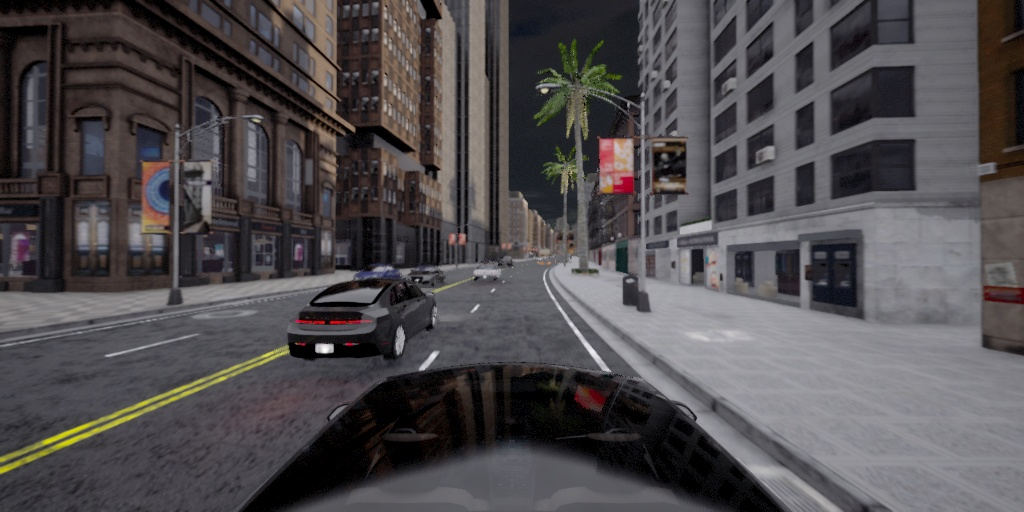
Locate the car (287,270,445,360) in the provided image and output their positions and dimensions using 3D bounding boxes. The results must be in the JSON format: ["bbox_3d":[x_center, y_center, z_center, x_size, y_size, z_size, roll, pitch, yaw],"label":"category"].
[{"bbox_3d":[-3.050,1.265,8.345,1.837,1.490,4.892,0,0,1],"label":"car"}]

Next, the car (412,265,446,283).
[{"bbox_3d":[-5.846,1.332,24.501,1.994,1.385,4.181,0,0,3],"label":"car"}]

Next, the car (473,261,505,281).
[{"bbox_3d":[-1.983,1.374,30.704,1.895,1.301,4.718,0,0,4],"label":"car"}]

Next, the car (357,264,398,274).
[{"bbox_3d":[-9.102,1.292,24.538,1.812,1.442,4.674,0,0,3],"label":"car"}]
